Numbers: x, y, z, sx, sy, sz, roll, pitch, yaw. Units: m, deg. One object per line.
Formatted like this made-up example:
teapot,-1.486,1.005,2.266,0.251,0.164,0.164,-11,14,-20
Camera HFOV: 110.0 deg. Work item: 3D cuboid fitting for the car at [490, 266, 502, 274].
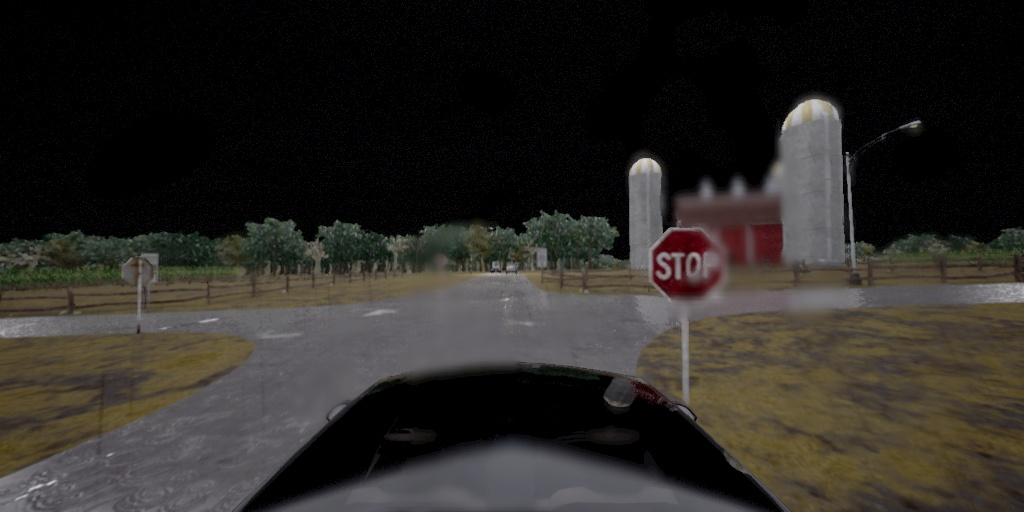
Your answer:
car,-2.832,2.473,64.956,2.033,1.411,5.357,0,-1,0

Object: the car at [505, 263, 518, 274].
car,-0.076,2.290,59.950,2.128,1.511,4.902,0,-1,0
